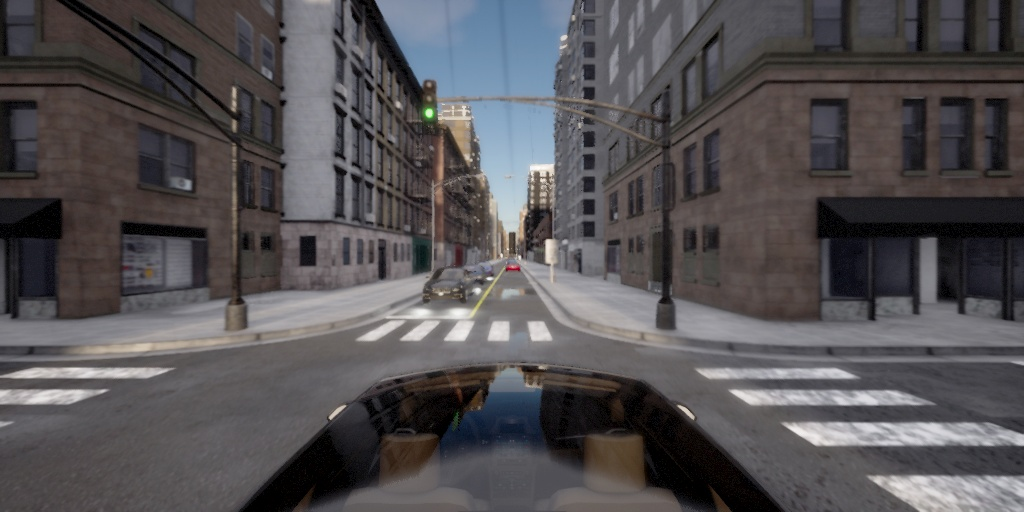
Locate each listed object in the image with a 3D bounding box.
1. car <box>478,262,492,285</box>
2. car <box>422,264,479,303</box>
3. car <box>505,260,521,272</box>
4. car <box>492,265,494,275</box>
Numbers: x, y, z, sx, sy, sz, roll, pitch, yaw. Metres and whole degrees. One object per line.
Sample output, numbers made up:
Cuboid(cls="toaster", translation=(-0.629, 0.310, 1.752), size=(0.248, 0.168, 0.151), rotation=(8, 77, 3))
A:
Cuboid(cls="car", translation=(-2.842, 1.325, 26.603), size=(2.033, 1.411, 5.357), rotation=(0, 0, 0))
Cuboid(cls="car", translation=(-2.845, 1.271, 16.806), size=(1.837, 1.490, 4.892), rotation=(0, 0, 0))
Cuboid(cls="car", translation=(0.128, 1.370, 48.120), size=(1.994, 1.385, 4.181), rotation=(0, 0, -1))
Cuboid(cls="car", translation=(-2.832, 1.316, 36.506), size=(1.812, 1.442, 4.674), rotation=(0, 0, 0))
